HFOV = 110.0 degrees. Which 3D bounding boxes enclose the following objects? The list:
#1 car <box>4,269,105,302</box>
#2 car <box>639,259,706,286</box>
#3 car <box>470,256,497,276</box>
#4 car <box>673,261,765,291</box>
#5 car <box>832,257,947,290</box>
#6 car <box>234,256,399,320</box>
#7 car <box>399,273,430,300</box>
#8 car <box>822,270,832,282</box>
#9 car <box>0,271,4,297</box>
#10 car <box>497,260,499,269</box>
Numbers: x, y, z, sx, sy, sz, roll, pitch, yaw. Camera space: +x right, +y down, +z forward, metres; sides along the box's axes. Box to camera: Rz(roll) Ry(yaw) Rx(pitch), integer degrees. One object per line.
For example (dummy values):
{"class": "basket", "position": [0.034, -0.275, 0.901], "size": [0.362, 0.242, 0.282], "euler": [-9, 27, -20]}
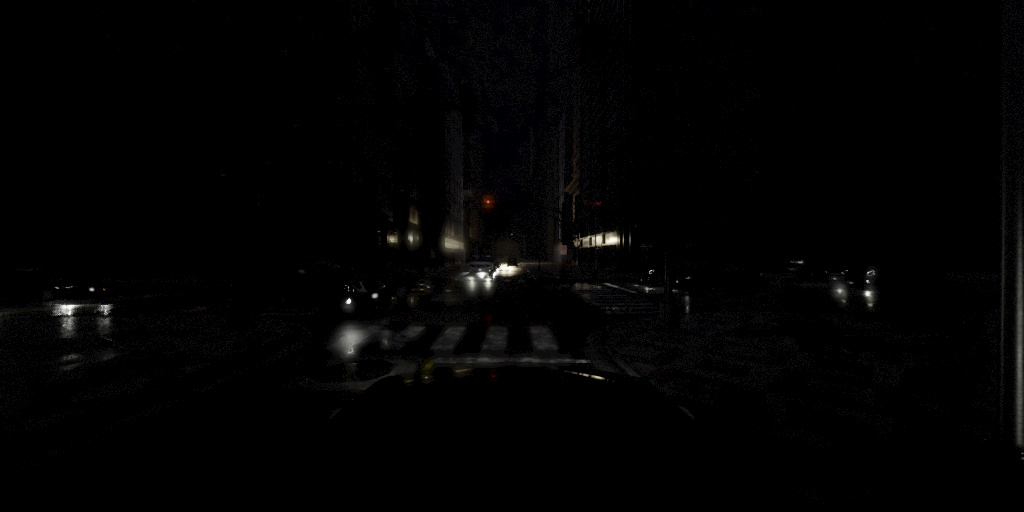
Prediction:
{"class": "car", "position": [-22.655, 1.372, 17.268], "size": [4.892, 1.490, 1.837], "euler": [0, 0, 0]}
{"class": "car", "position": [10.889, 1.011, 23.904], "size": [4.553, 1.767, 2.097], "euler": [0, 0, 1]}
{"class": "car", "position": [-3.071, 0.975, 37.304], "size": [2.150, 2.045, 5.566], "euler": [0, 0, 0]}
{"class": "car", "position": [11.855, 1.187, 20.607], "size": [4.674, 1.442, 1.812], "euler": [0, 0, 2]}
{"class": "car", "position": [21.732, 0.953, 20.578], "size": [4.553, 1.767, 2.097], "euler": [0, 0, 0]}
{"class": "car", "position": [-7.191, 1.009, 12.838], "size": [5.566, 2.045, 2.150], "euler": [-1, 0, 18]}
{"class": "car", "position": [-6.459, 1.273, 17.218], "size": [4.892, 1.490, 1.837], "euler": [-1, 0, 0]}
{"class": "car", "position": [23.677, 1.180, 23.824], "size": [4.718, 1.301, 1.895], "euler": [0, 0, 0]}
{"class": "car", "position": [-24.282, 1.105, 14.021], "size": [5.566, 2.045, 2.150], "euler": [0, 0, 0]}
{"class": "car", "position": [-3.052, 1.357, 47.371], "size": [1.895, 1.301, 4.718], "euler": [0, 0, 0]}
